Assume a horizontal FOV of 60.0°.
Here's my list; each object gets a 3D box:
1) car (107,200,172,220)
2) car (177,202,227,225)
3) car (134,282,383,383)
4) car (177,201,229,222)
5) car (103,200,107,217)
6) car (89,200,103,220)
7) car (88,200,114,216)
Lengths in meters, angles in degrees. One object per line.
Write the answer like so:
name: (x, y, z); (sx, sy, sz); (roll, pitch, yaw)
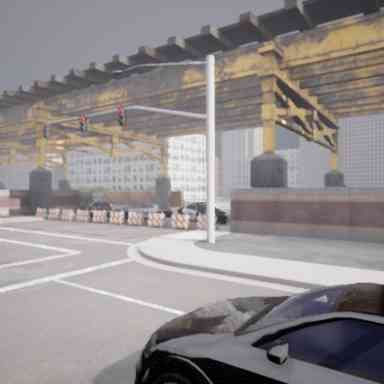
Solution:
car: (-4.071, 1.337, 26.398); (4.536, 1.218, 1.853); (0, 0, -1)
car: (0.705, 1.483, 23.923); (2.038, 1.542, 4.974); (0, 0, -26)
car: (1.466, 1.565, 2.926); (4.181, 1.385, 1.994); (0, 0, 36)
car: (0.682, 1.325, 23.970); (1.853, 1.218, 4.536); (0, 0, -26)
car: (-4.122, 1.494, 26.397); (4.974, 1.542, 2.038); (0, 0, -1)
car: (-7.880, 1.505, 29.064); (2.038, 1.542, 4.974); (0, 0, -11)
car: (-7.891, 1.347, 29.115); (1.853, 1.218, 4.536); (0, 0, -11)
